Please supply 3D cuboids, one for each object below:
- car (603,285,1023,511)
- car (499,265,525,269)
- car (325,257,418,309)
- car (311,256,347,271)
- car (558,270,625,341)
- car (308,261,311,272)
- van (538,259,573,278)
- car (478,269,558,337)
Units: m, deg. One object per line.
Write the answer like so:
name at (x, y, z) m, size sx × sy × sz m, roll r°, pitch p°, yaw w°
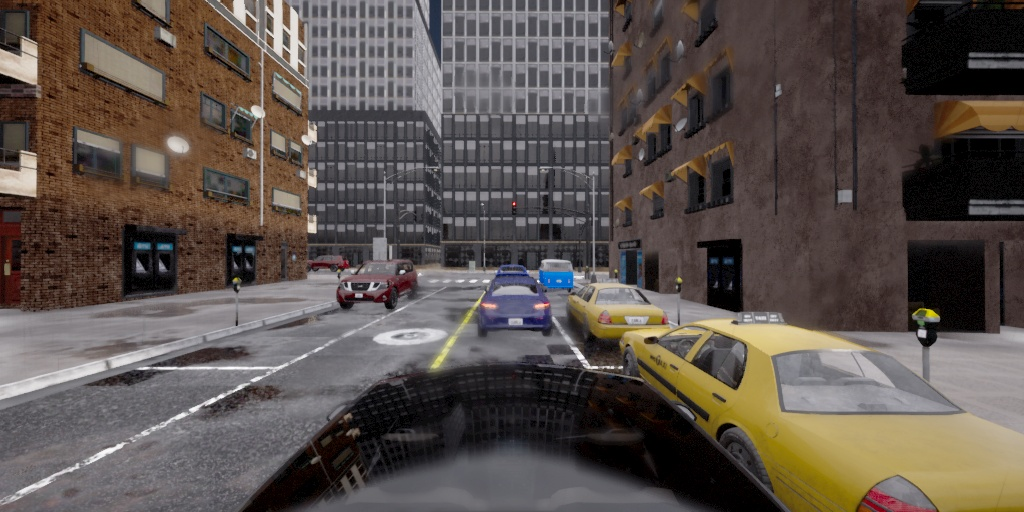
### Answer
car at (2.565, 1.275, 4.005) m, size 1.751 × 1.417 × 4.829 m, roll 0°, pitch 0°, yaw 0°
car at (0.007, 1.232, 20.424) m, size 1.882 × 1.535 × 5.008 m, roll 0°, pitch 0°, yaw 0°
car at (-5.379, 1.067, 15.070) m, size 2.192 × 1.841 × 5.009 m, roll 0°, pitch 0°, yaw 0°
car at (-21.095, 0.862, 40.581) m, size 5.009 × 1.841 × 2.192 m, roll 0°, pitch 0°, yaw -1°
car at (2.532, 1.277, 9.645) m, size 1.751 × 1.417 × 4.829 m, roll 0°, pitch 0°, yaw 0°
car at (-21.007, 1.083, 32.442) m, size 4.207 × 1.307 × 1.802 m, roll 0°, pitch 0°, yaw -1°
van at (2.468, 1.095, 20.755) m, size 1.690 × 1.789 × 3.998 m, roll 0°, pitch 0°, yaw 0°
car at (0.061, 1.277, 10.163) m, size 1.812 × 1.442 × 4.674 m, roll 0°, pitch 0°, yaw -1°
